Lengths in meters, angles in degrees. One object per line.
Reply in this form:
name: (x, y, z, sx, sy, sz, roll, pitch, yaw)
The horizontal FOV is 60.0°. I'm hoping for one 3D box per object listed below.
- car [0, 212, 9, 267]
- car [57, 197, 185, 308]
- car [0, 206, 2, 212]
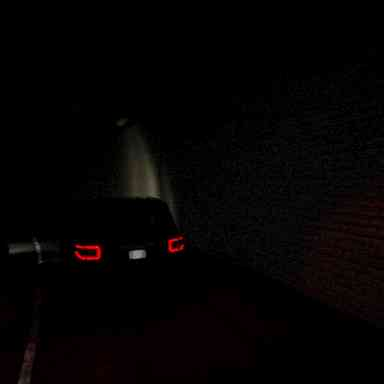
car: (-6.217, 1.531, 9.119, 1.812, 1.442, 4.674, -1, 1, -25)
car: (-1.997, 1.151, 8.163, 2.150, 2.045, 5.566, -1, 1, -23)
car: (-14.814, 1.490, 23.844, 2.128, 1.511, 4.902, -2, 1, -36)
